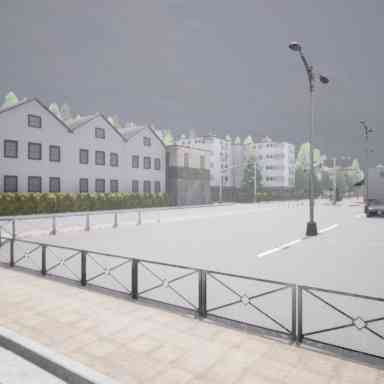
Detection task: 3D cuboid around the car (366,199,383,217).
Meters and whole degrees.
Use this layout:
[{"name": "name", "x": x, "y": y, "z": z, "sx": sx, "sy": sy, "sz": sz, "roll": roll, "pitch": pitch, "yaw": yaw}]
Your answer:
[{"name": "car", "x": 15.380, "y": 1.298, "z": 26.835, "sx": 2.007, "sy": 1.523, "sz": 4.514, "roll": 0, "pitch": 0, "yaw": 35}]
